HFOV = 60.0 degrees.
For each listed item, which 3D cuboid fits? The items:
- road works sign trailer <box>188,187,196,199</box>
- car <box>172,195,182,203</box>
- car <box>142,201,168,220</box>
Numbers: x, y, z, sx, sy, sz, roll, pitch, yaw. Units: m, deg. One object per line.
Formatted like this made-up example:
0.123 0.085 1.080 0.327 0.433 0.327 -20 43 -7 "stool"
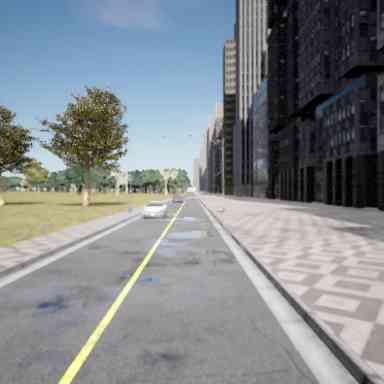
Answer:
-0.005 0.309 95.208 2.380 3.560 2.880 0 0 0 "road works sign trailer"
-3.013 1.392 68.845 1.882 1.535 5.008 0 0 0 "car"
-3.102 1.505 28.460 1.812 1.442 4.674 0 0 0 "car"
